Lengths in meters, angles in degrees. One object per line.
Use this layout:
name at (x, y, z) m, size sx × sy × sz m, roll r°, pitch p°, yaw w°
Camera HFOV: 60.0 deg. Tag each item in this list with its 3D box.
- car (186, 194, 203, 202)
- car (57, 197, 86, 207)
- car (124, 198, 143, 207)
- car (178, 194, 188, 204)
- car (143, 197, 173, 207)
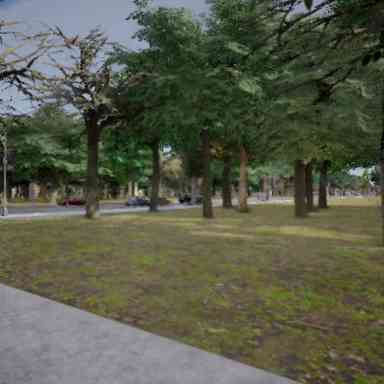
car at (1.518, 1.604, 61.952) m, size 1.837 × 1.490 × 4.892 m, roll 0°, pitch 0°, yaw 36°
car at (-18.233, 1.531, 51.176) m, size 1.882 × 1.535 × 5.008 m, roll 0°, pitch 0°, yaw 36°
car at (-8.461, 1.620, 53.510) m, size 2.033 × 1.411 × 5.357 m, roll 0°, pitch 0°, yaw 36°
car at (-0.440, 1.318, 64.806) m, size 2.150 × 2.045 × 5.566 m, roll 0°, pitch 0°, yaw 35°
car at (-4.990, 1.579, 52.765) m, size 1.837 × 1.490 × 4.892 m, roll 0°, pitch -1°, yaw 37°
